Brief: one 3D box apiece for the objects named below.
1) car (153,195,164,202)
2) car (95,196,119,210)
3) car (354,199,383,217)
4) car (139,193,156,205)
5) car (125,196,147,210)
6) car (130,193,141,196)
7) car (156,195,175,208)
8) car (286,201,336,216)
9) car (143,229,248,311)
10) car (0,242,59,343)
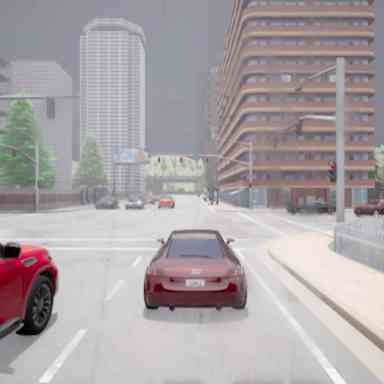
[{"bbox_3d":[-7.105,1.450,71.316,1.812,1.442,4.674,0,0,0],"label":"car"},{"bbox_3d":[-10.655,1.309,41.929,2.097,1.767,4.553,0,0,0],"label":"car"},{"bbox_3d":[16.535,1.392,29.128,5.008,1.535,1.882,0,0,-20],"label":"car"},{"bbox_3d":[-7.162,1.432,56.195,2.128,1.511,4.902,0,0,0],"label":"car"},{"bbox_3d":[-7.122,1.558,41.475,1.895,1.301,4.718,0,0,-1],"label":"car"},{"bbox_3d":[-10.624,1.157,64.360,2.150,2.045,5.566,0,0,0],"label":"car"},{"bbox_3d":[-3.469,1.303,46.687,2.097,1.767,4.553,0,0,0],"label":"car"},{"bbox_3d":[11.376,1.513,31.393,4.718,1.301,1.895,0,0,-13],"label":"car"},{"bbox_3d":[0.081,1.556,7.819,1.994,1.385,4.181,0,0,1],"label":"car"},{"bbox_3d":[-3.437,1.218,3.538,2.150,2.045,5.566,0,0,0],"label":"car"}]
